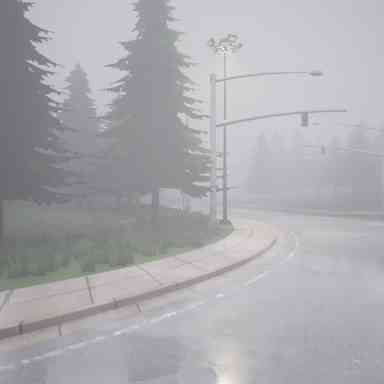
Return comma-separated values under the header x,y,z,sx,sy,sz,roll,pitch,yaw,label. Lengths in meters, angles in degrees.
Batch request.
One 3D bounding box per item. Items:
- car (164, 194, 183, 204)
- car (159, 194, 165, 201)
x,y,z,sx,sy,sz,roll,pitch,yaw,label
-3.236,1.547,65.433,2.033,1.411,5.357,0,0,-21,car
-7.119,1.186,75.170,2.150,2.045,5.566,0,0,-21,car
